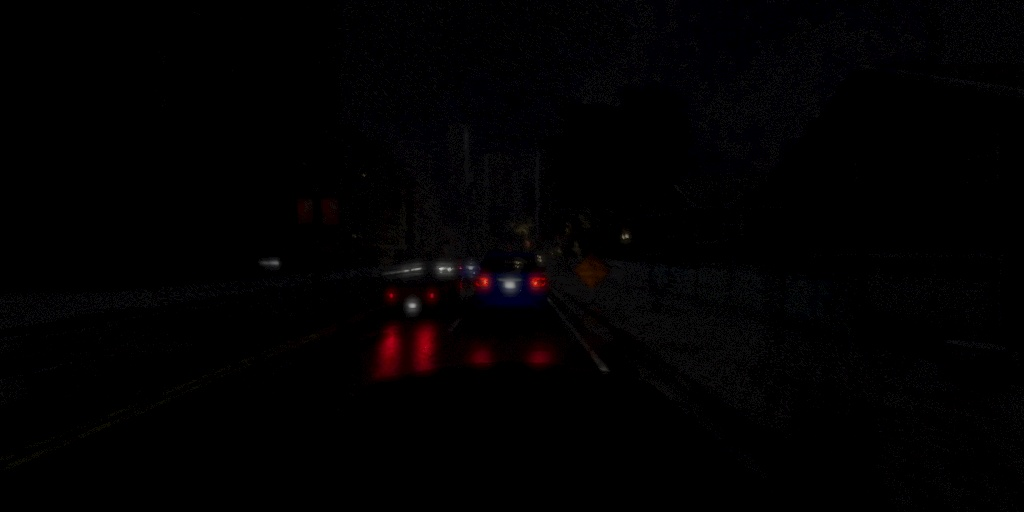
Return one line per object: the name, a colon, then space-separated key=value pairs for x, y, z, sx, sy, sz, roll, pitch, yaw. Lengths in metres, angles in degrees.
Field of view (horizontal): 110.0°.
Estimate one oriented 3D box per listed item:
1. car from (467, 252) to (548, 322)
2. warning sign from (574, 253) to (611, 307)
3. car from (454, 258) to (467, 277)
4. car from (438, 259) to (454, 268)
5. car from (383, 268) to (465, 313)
car: x=0.040 y=0.915 z=12.323 sx=2.150 sy=2.045 sz=5.566 roll=0 pitch=-1 yaw=2
warning sign: x=2.852 y=0.814 z=12.816 sx=1.300 sy=1.860 sz=1.060 roll=0 pitch=0 yaw=0
car: x=-3.175 y=0.970 z=29.875 sx=2.097 sy=1.767 sz=4.553 roll=0 pitch=0 yaw=0
car: x=-9.810 y=1.073 z=54.041 sx=1.994 sy=1.385 sz=4.181 roll=0 pitch=0 yaw=0
car: x=-3.186 y=1.295 z=13.750 sx=1.895 sy=1.301 sz=4.718 roll=0 pitch=0 yaw=0
